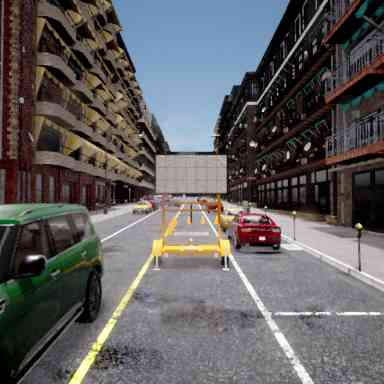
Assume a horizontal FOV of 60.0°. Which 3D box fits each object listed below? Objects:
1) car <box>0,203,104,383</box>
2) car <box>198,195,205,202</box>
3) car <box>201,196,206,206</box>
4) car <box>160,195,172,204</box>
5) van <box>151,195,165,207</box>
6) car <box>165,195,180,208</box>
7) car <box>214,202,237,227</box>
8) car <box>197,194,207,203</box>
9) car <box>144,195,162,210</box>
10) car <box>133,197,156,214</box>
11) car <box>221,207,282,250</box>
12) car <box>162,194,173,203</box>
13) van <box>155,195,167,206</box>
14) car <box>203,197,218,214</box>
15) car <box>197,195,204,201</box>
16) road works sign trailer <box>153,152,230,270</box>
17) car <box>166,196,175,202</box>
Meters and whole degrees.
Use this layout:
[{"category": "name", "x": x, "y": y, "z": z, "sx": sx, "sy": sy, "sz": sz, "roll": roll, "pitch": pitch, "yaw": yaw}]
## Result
[{"category": "car", "x": -2.756, "y": 1.225, "z": 4.274, "sx": 2.150, "sy": 2.045, "sz": 5.566, "roll": 0, "pitch": 0, "yaw": 0}, {"category": "car", "x": 2.464, "y": 1.678, "z": 58.588, "sx": 1.887, "sy": 1.381, "sz": 4.507, "roll": 1, "pitch": 0, "yaw": 0}, {"category": "car", "x": 2.498, "y": 1.629, "z": 41.996, "sx": 2.008, "sy": 1.369, "sz": 4.403, "roll": 1, "pitch": 0, "yaw": 0}, {"category": "car", "x": -5.434, "y": 1.494, "z": 69.694, "sx": 2.192, "sy": 1.841, "sz": 5.009, "roll": 1, "pitch": 0, "yaw": 0}, {"category": "van", "x": -5.399, "y": 1.454, "z": 53.101, "sx": 1.690, "sy": 1.788, "sz": 3.998, "roll": 2, "pitch": 0, "yaw": 0}, {"category": "car", "x": -2.856, "y": 1.597, "z": 51.084, "sx": 2.128, "sy": 1.511, "sz": 4.902, "roll": 0, "pitch": 0, "yaw": 0}, {"category": "car", "x": 2.545, "y": 1.551, "z": 20.044, "sx": 1.752, "sy": 1.417, "sz": 4.829, "roll": 1, "pitch": 0, "yaw": 0}, {"category": "car", "x": 2.389, "y": 1.543, "z": 80.712, "sx": 2.192, "sy": 1.841, "sz": 5.009, "roll": 1, "pitch": 0, "yaw": 0}, {"category": "car", "x": -5.375, "y": 1.394, "z": 42.043, "sx": 2.192, "sy": 1.841, "sz": 5.009, "roll": 2, "pitch": 0, "yaw": 0}, {"category": "car", "x": -5.369, "y": 1.589, "z": 36.341, "sx": 1.752, "sy": 1.417, "sz": 4.829, "roll": 2, "pitch": 0, "yaw": 0}, {"category": "car", "x": 2.557, "y": 1.561, "z": 14.342, "sx": 1.887, "sy": 1.381, "sz": 4.507, "roll": 1, "pitch": 0, "yaw": 0}, {"category": "car", "x": -5.445, "y": 1.518, "z": 75.224, "sx": 2.192, "sy": 1.841, "sz": 5.009, "roll": 1, "pitch": 0, "yaw": 0}, {"category": "van", "x": -5.412, "y": 1.474, "z": 58.633, "sx": 1.690, "sy": 1.788, "sz": 3.998, "roll": 1, "pitch": 0, "yaw": 0}, {"category": "car", "x": 2.510, "y": 1.609, "z": 36.464, "sx": 1.887, "sy": 1.381, "sz": 4.507, "roll": 1, "pitch": 0, "yaw": 0}, {"category": "car", "x": 2.362, "y": 1.726, "z": 91.774, "sx": 1.967, "sy": 1.590, "sz": 4.097, "roll": 1, "pitch": 0, "yaw": 0}, {"category": "road works sign trailer", "x": -0.022, "y": 0.475, "z": 11.003, "sx": 2.380, "sy": 3.560, "sz": 2.880, "roll": 0, "pitch": 0, "yaw": 0}, {"category": "car", "x": -5.475, "y": 1.822, "z": 86.285, "sx": 1.947, "sy": 1.339, "sz": 4.313, "roll": 1, "pitch": 0, "yaw": 0}]
